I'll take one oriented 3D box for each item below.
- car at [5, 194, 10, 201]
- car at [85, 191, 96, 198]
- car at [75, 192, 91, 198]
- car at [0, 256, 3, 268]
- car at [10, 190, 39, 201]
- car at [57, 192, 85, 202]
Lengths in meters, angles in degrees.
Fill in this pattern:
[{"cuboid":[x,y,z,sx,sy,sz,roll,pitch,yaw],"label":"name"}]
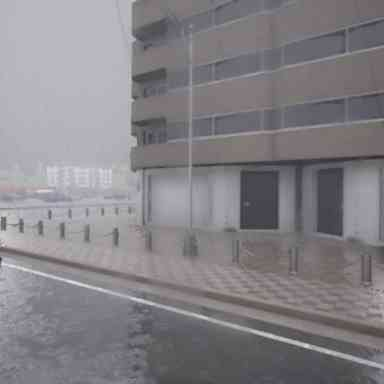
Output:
[{"cuboid":[-39.685,0.825,76.135,1.784,1.438,3.905,1,0,35],"label":"car"},{"cuboid":[-27.273,0.639,88.743,1.905,1.878,3.866,1,0,35],"label":"car"},{"cuboid":[-29.635,0.855,90.422,1.970,1.475,3.806,1,0,35],"label":"car"},{"cuboid":[-7.243,1.461,9.043,5.357,1.411,2.033,1,0,35],"label":"car"},{"cuboid":[-37.353,0.637,74.413,1.932,1.855,4.605,1,0,35],"label":"car"},{"cuboid":[-23.494,1.010,64.750,1.970,1.475,3.806,1,0,35],"label":"car"}]
